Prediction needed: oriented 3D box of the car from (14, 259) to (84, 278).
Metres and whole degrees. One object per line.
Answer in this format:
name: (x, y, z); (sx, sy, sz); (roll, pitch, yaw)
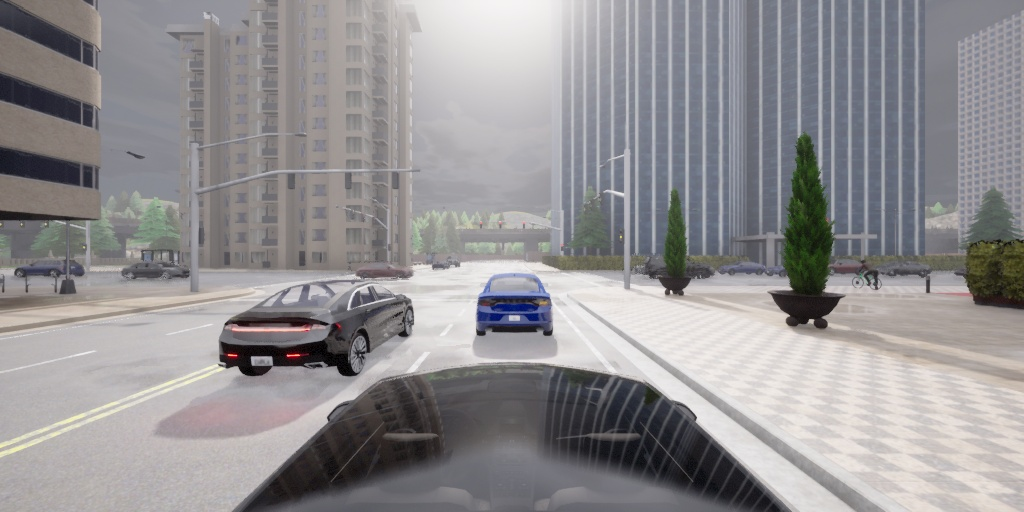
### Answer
car: (-43.391, 1.102, 33.659); (4.553, 1.767, 2.097); (0, 0, -1)

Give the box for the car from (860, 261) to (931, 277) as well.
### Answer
car: (37.227, 1.242, 34.521); (4.902, 1.511, 2.128); (0, 0, 0)

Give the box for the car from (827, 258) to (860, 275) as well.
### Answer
car: (34.351, 1.102, 37.997); (4.553, 1.767, 2.097); (0, 0, 0)

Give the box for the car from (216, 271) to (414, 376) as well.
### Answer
car: (-3.447, 1.242, 7.390); (2.128, 1.511, 4.902); (0, 0, 0)

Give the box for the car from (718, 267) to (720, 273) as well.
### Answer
car: (16.987, 1.314, 34.321); (4.181, 1.385, 1.994); (0, 0, -1)

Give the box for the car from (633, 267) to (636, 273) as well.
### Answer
car: (15.183, 1.276, 37.802); (4.674, 1.442, 1.812); (0, 0, -1)

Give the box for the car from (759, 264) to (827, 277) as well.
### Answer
car: (26.906, 1.276, 34.420); (4.674, 1.442, 1.812); (0, 0, 0)

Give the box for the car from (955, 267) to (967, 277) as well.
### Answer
car: (41.666, 1.297, 30.888); (5.357, 1.411, 2.033); (0, 0, -1)

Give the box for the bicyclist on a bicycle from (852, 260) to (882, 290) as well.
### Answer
bicyclist on a bicycle: (19.628, 1.051, 19.865); (0.582, 1.620, 1.656); (0, 0, -1)

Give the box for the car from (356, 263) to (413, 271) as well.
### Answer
car: (-10.742, 1.275, 30.321); (4.674, 1.442, 1.812); (0, 0, -1)

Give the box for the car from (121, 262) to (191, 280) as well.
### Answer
car: (-29.725, 1.254, 30.117); (4.892, 1.490, 1.837); (0, 0, -1)

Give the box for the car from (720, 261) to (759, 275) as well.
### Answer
car: (24.266, 1.276, 37.896); (4.674, 1.442, 1.812); (0, 0, 0)

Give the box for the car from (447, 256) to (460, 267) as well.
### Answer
car: (-10.602, 0.971, 64.221); (2.150, 2.045, 5.566); (0, 0, 0)

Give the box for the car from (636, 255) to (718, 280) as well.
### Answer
car: (13.967, 0.971, 30.587); (5.566, 2.045, 2.150); (0, 0, -1)

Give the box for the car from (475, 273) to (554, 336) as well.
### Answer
car: (0.069, 1.228, 10.429); (1.882, 1.535, 5.008); (0, 0, 0)

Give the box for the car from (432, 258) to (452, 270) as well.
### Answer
car: (-10.633, 1.351, 53.547); (1.895, 1.301, 4.718); (0, 0, 0)
